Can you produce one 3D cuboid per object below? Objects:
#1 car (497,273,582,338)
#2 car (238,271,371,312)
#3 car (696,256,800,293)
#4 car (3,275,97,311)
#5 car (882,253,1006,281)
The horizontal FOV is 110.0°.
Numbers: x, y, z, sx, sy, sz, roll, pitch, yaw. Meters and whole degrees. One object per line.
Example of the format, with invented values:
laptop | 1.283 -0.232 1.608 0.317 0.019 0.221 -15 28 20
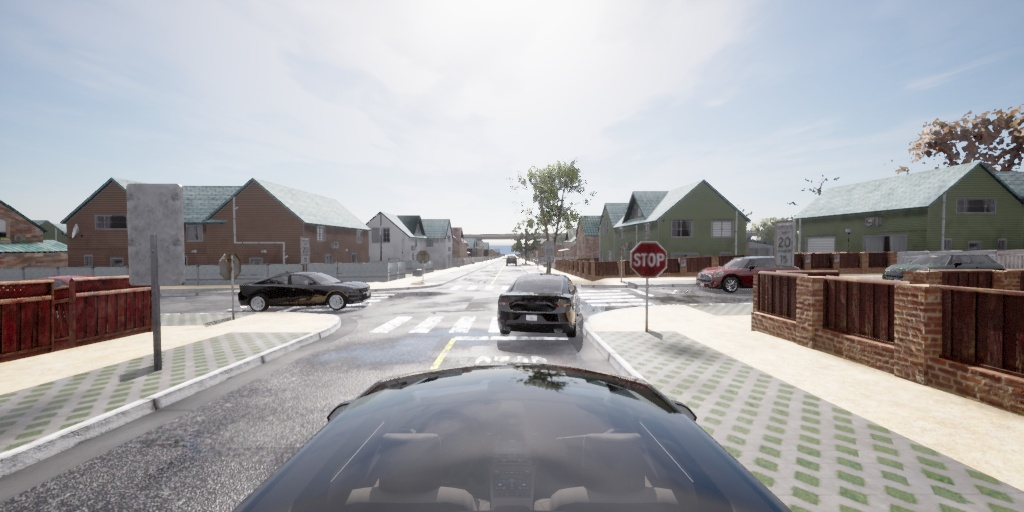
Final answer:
car | 0.947 1.224 10.384 1.882 1.535 5.008 0 0 12
car | -8.485 1.376 14.898 5.008 1.535 1.882 -1 2 0
car | 11.785 0.820 18.008 4.553 1.767 2.097 -1 2 0
car | -18.038 1.546 14.823 5.008 1.535 1.882 -1 2 0
car | 21.680 0.646 18.092 4.553 1.767 2.097 -1 2 0
